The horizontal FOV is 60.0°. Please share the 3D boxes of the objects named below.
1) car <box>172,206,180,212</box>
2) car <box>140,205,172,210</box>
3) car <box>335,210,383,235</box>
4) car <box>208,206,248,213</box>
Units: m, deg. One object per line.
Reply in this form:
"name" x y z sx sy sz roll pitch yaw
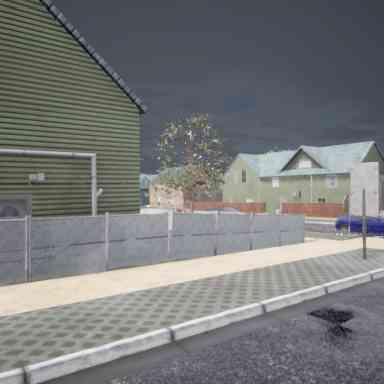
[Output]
"car" -3.561 2.411 42.668 1.895 1.301 4.718 -1 -1 -36
"car" -4.782 2.284 39.314 1.882 1.535 5.008 -1 -1 -36
"car" 10.074 1.721 18.031 1.812 1.442 4.674 -1 -1 -30
"car" 2.979 1.967 28.427 1.882 1.535 5.008 -1 -1 -36
